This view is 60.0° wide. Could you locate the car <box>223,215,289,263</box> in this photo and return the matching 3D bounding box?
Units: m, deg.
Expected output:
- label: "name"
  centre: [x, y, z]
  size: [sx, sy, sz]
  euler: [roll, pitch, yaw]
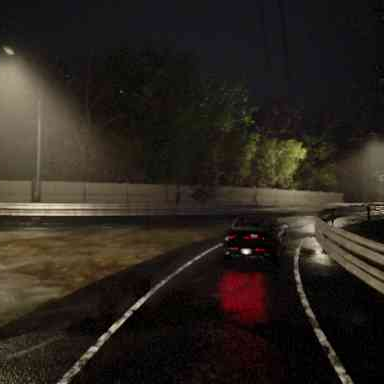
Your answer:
- label: "car"
  centre: [2.511, 1.631, 12.659]
  size: [1.837, 1.490, 4.892]
  euler: [0, -1, 20]
